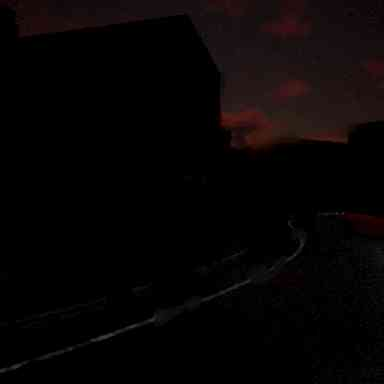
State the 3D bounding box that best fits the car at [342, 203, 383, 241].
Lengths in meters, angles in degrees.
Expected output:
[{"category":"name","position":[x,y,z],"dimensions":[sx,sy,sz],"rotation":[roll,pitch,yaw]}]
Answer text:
[{"category":"car","position":[8.846,1.377,14.867],"dimensions":[2.097,1.767,4.553],"rotation":[2,1,-9]}]
